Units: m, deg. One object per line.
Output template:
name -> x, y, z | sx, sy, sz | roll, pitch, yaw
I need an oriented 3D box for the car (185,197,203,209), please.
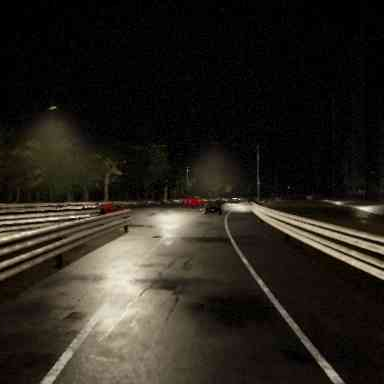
car -> 0.550, 1.783, 56.473 | 2.150, 2.045, 5.566 | 0, -1, 18

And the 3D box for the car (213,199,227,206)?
car -> 6.260, 2.366, 73.518 | 1.837, 1.490, 4.892 | 0, -1, 18

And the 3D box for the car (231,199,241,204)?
car -> 11.947, 2.647, 90.591 | 1.994, 1.385, 4.181 | 0, -1, 18

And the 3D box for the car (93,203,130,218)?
car -> -7.646, 1.793, 31.757 | 1.812, 1.442, 4.674 | 0, -1, 18

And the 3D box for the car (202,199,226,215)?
car -> 2.712, 1.895, 40.085 | 1.882, 1.535, 5.008 | -1, -1, 9
